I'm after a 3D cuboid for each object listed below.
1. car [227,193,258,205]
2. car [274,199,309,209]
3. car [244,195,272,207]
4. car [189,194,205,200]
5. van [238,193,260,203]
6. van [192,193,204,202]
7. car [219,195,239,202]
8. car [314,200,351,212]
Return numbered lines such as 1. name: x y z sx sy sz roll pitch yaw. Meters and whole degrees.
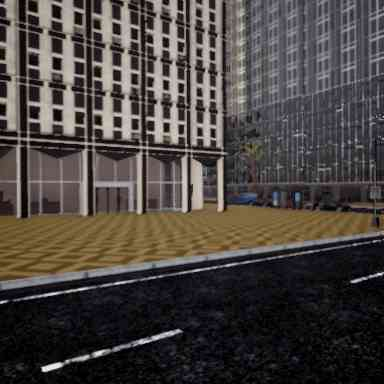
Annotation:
1. car: 8.341 1.419 56.116 2.033 1.411 5.357 -1 1 -34
2. car: 13.340 1.597 43.972 1.802 1.307 4.206 0 1 -34
3. car: 10.184 1.529 48.698 1.947 1.339 4.313 0 1 -34
4. car: 1.125 1.198 76.921 1.802 1.307 4.206 0 1 -34
5. van: 10.740 1.115 62.837 1.690 1.788 3.998 0 1 -34
6. van: 0.615 1.149 62.806 1.690 1.788 3.998 0 1 -34
7. car: 7.535 1.304 67.533 1.802 1.307 4.206 0 1 -34
8. car: 16.531 1.632 39.266 1.947 1.339 4.313 0 1 -34
